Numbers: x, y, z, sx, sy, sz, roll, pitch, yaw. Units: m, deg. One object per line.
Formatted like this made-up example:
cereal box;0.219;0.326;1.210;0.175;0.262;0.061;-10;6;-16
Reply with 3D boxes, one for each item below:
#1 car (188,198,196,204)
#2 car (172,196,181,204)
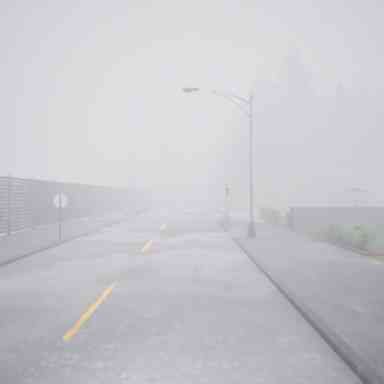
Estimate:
car;0.021;2.308;85.021;1.812;1.442;4.674;0;-1;0
car;-3.979;2.011;84.642;2.150;2.045;5.566;0;-1;0
